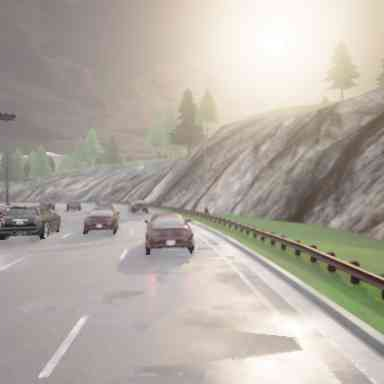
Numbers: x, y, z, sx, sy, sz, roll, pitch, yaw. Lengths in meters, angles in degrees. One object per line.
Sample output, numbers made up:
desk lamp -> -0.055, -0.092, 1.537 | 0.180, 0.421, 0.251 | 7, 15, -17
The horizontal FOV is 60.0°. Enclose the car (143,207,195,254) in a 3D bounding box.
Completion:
car -> -0.993, 1.571, 13.749 | 1.812, 1.442, 4.674 | -1, 0, -7

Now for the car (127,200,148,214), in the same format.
car -> -6.266, 1.680, 38.232 | 1.837, 1.490, 4.892 | 0, 0, -17

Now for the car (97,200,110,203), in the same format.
car -> -11.703, 1.807, 43.876 | 2.033, 1.411, 5.357 | -1, 0, -21

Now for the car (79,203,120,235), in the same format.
car -> -5.349, 1.644, 19.959 | 1.812, 1.442, 4.674 | -1, 0, -10

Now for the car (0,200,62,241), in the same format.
car -> -8.608, 1.510, 18.108 | 2.097, 1.767, 4.553 | -1, 0, -9

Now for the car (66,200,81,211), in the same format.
car -> -16.909, 1.827, 47.456 | 2.128, 1.511, 4.902 | -1, 0, -21
